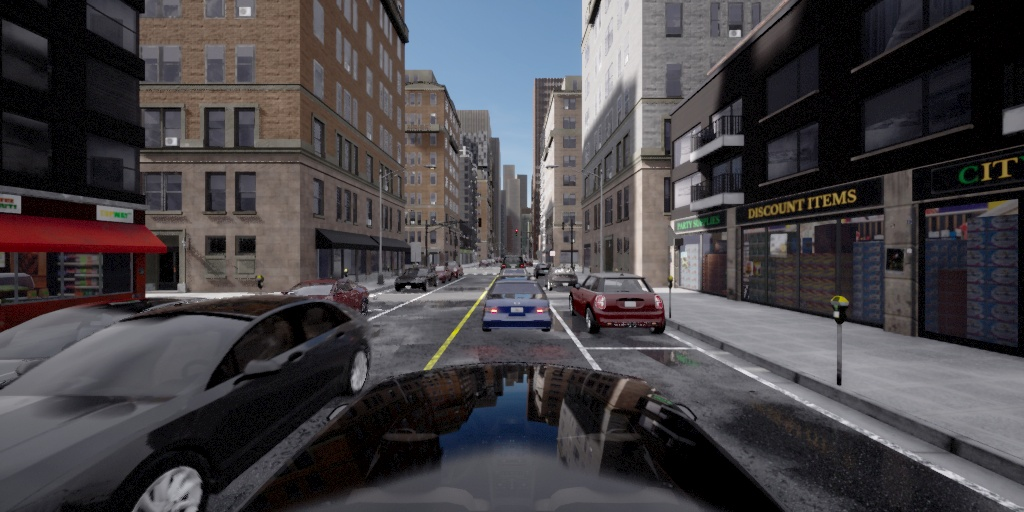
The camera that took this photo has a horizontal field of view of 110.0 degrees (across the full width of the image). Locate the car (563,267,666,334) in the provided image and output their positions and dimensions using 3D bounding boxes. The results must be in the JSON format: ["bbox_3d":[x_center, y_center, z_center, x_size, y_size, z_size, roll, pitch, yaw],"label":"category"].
[{"bbox_3d":[2.874,1.189,10.628,1.967,1.591,4.097,0,0,0],"label":"car"}]

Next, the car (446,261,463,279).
[{"bbox_3d":[-5.600,1.193,32.654,1.967,1.591,4.097,0,0,0],"label":"car"}]

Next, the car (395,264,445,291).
[{"bbox_3d":[-5.626,1.317,21.651,1.948,1.339,4.313,0,0,0],"label":"car"}]

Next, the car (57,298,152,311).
[{"bbox_3d":[-5.665,1.315,5.147,1.948,1.339,4.313,0,0,0],"label":"car"}]

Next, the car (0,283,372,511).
[{"bbox_3d":[-3.100,1.255,3.756,1.837,1.490,4.892,0,0,0],"label":"car"}]

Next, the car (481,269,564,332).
[{"bbox_3d":[0.120,1.297,10.843,2.033,1.411,5.357,0,0,0],"label":"car"}]

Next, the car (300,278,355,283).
[{"bbox_3d":[-5.652,1.332,10.648,1.802,1.307,4.207,0,0,0],"label":"car"}]

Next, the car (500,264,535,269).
[{"bbox_3d":[0.142,1.352,21.349,1.895,1.301,4.718,0,0,0],"label":"car"}]

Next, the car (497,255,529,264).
[{"bbox_3d":[0.075,0.974,31.380,2.150,2.045,5.566,0,0,-1],"label":"car"}]

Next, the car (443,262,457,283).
[{"bbox_3d":[-5.613,1.334,27.152,1.802,1.307,4.207,0,0,0],"label":"car"}]

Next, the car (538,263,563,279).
[{"bbox_3d":[2.899,1.301,21.631,2.007,1.370,4.403,0,0,0],"label":"car"}]

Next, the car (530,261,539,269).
[{"bbox_3d":[2.926,1.319,32.633,1.948,1.339,4.313,0,0,0],"label":"car"}]
